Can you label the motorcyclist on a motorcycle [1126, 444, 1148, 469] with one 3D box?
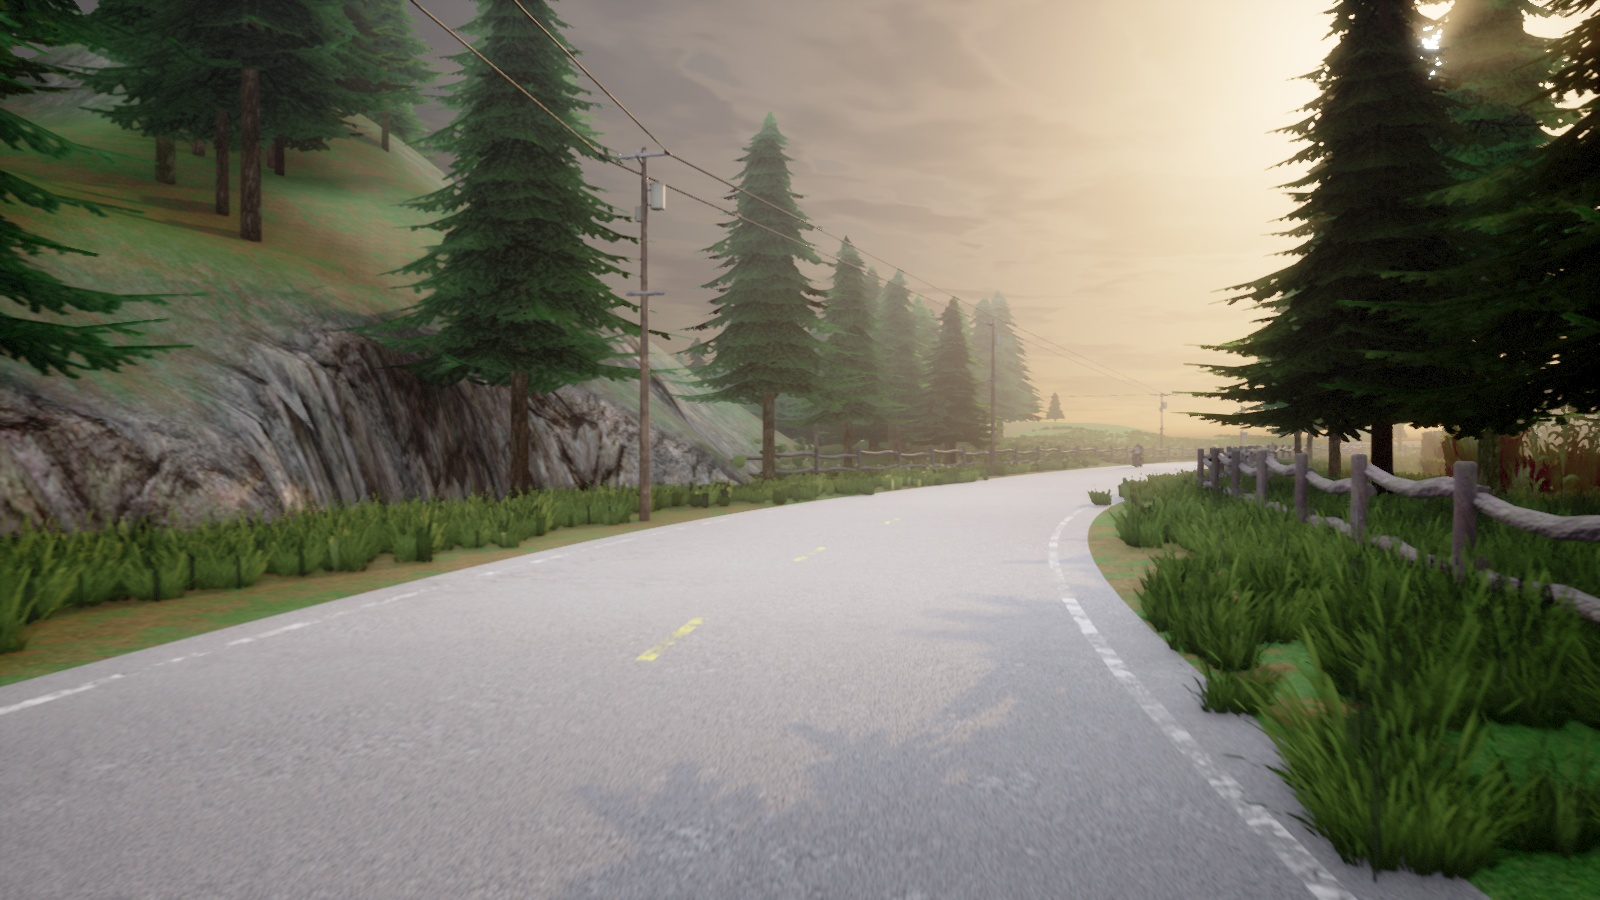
[{"bbox_3d":[20.269,0.376,75.450,0.866,1.530,2.191,0,0,26],"label":"motorcyclist on a motorcycle"}]
